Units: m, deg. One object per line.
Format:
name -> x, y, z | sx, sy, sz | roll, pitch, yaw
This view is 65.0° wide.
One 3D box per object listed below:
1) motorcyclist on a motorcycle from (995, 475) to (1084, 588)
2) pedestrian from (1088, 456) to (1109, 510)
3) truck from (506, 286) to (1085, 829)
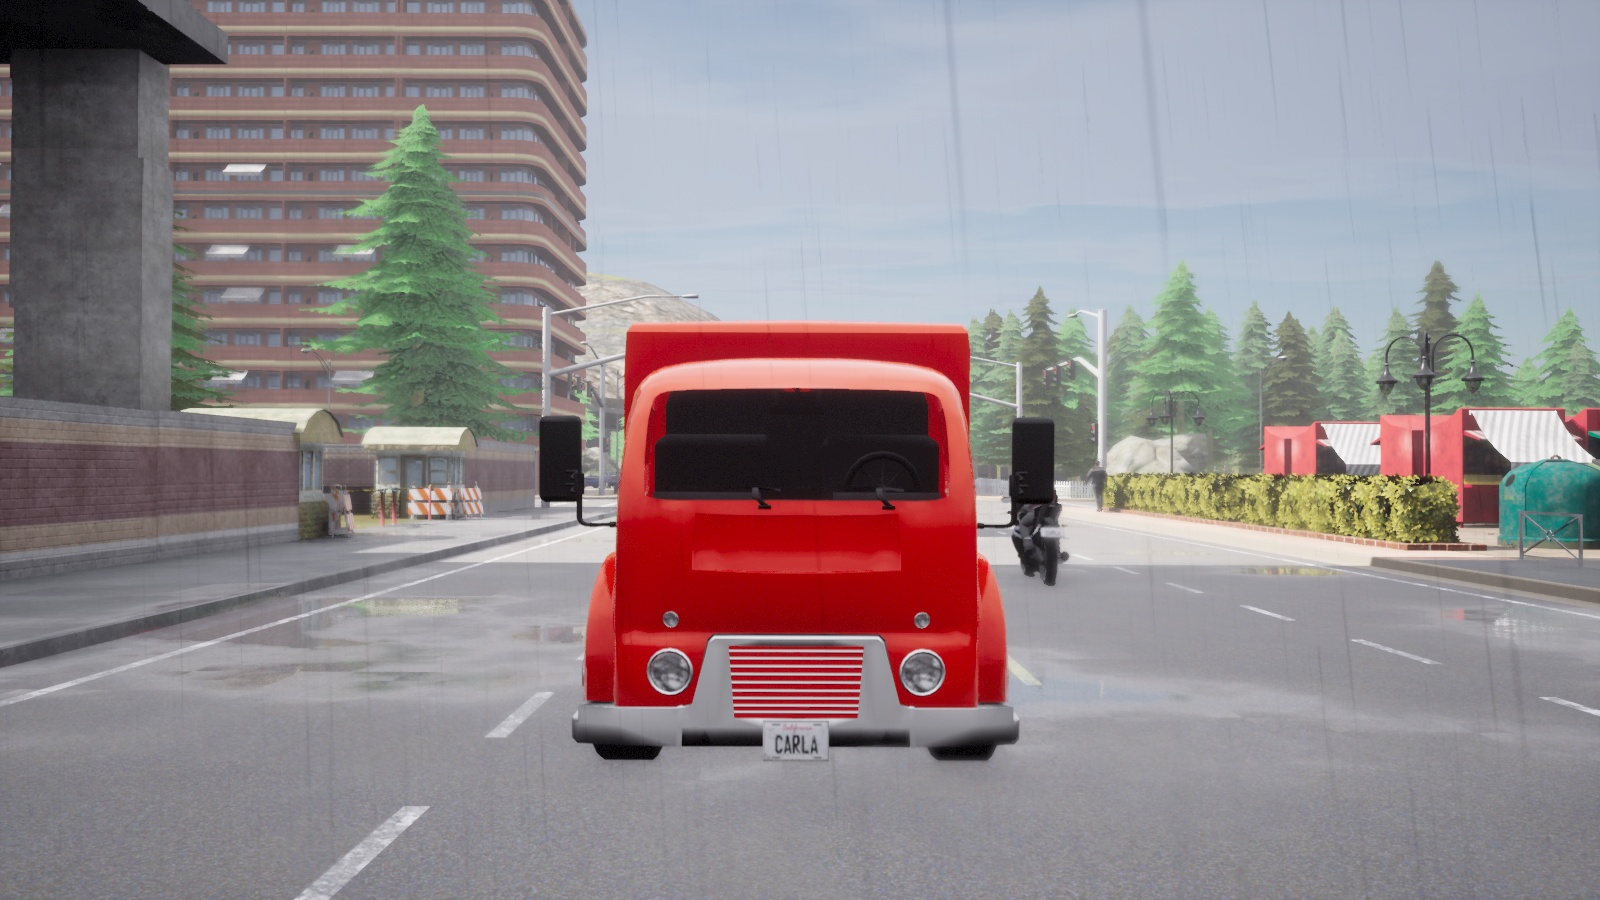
motorcyclist on a motorcycle -> 3.457, 1.142, 18.305 | 0.866, 1.530, 2.191 | 0, -1, 0
pedestrian -> 10.460, 1.164, 44.042 | 0.563, 1.883, 0.849 | 0, -1, 3
truck -> -0.022, 0.435, 8.326 | 2.627, 2.467, 5.204 | 0, 1, 0
